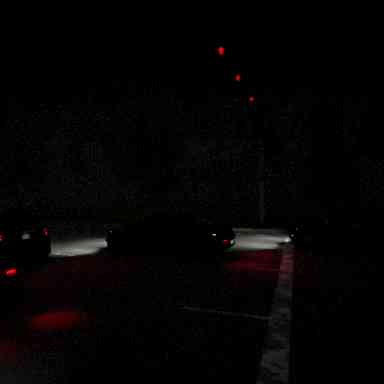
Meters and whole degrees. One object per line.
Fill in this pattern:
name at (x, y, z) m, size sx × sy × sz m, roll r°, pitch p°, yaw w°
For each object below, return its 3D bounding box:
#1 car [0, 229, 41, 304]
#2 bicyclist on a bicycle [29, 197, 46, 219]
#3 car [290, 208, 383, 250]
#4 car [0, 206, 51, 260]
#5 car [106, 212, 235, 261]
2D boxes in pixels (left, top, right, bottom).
car at (-5.801, 1.525, 6.374) m, size 5.357 × 1.411 × 2.033 m, roll 0°, pitch 1°, yaw 21°
bicyclist on a bicycle at (-11.100, 1.163, 23.846) m, size 0.582 × 1.620 × 1.656 m, roll 0°, pitch 1°, yaw 20°
car at (6.074, 1.357, 12.109) m, size 4.892 × 1.490 × 1.837 m, roll 0°, pitch 0°, yaw 33°
car at (-6.694, 1.302, 10.292) m, size 4.553 × 1.767 × 2.097 m, roll 0°, pitch 1°, yaw 22°
car at (-0.813, 1.426, 11.694) m, size 4.674 × 1.442 × 1.812 m, roll 0°, pitch 0°, yaw 24°
